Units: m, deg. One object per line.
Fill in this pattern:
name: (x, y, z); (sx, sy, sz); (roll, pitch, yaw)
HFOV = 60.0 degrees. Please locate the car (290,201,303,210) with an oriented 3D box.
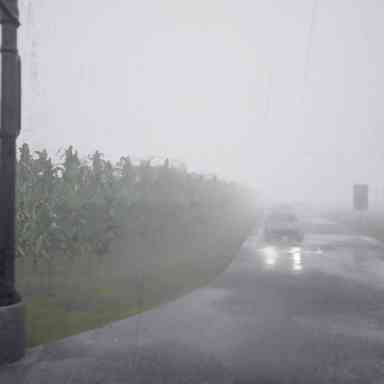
car: (18.047, 2.300, 57.399); (1.837, 1.490, 4.892); (0, -1, 14)

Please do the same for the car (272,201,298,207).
car: (7.355, 1.718, 27.601); (2.097, 1.767, 4.553); (0, -1, 14)

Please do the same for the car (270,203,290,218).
car: (9.926, 2.058, 37.580); (2.033, 1.411, 5.357); (0, -1, 14)

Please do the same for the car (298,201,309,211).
car: (15.564, 2.257, 47.670); (1.895, 1.301, 4.718); (0, -1, 14)

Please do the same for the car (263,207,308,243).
car: (4.891, 1.780, 17.906); (2.033, 1.411, 5.357); (0, -1, 13)
